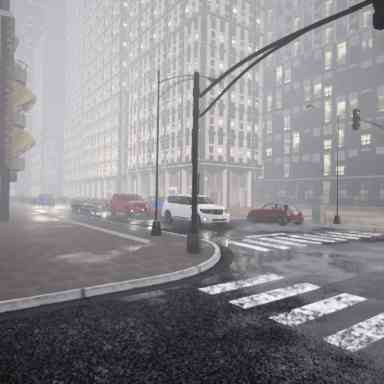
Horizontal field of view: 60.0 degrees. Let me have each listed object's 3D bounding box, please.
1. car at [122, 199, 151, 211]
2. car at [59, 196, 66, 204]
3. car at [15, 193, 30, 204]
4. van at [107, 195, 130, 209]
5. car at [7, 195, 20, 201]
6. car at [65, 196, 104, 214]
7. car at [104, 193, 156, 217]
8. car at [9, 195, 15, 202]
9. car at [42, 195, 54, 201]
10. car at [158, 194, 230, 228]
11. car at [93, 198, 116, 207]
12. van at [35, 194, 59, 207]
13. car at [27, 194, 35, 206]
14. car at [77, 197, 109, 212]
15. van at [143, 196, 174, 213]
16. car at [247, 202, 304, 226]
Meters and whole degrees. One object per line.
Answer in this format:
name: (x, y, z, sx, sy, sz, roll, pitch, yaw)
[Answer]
car: (-7.139, 1.583, 42.397, 2.008, 1.369, 4.403, 1, -1, -35)
car: (-23.978, 1.432, 61.818, 1.882, 1.535, 5.008, 1, -1, -35)
car: (-30.245, 1.154, 60.671, 2.192, 1.841, 5.009, 1, -1, -35)
van: (-10.387, 1.366, 47.019, 1.690, 1.788, 3.998, 1, -1, -35)
car: (-40.003, 1.376, 74.525, 2.008, 1.369, 4.403, 1, -1, -35)
car: (-10.740, 1.426, 32.956, 2.008, 1.369, 4.403, 1, -1, -35)
car: (-5.686, 1.154, 30.289, 2.150, 2.045, 5.566, 1, -1, -35)
car: (-36.752, 1.395, 69.906, 1.947, 1.339, 4.313, 1, -1, -35)
car: (-36.404, 1.568, 83.967, 1.802, 1.307, 4.206, 1, -1, -35)
car: (0.081, 1.169, 22.093, 2.150, 2.045, 5.566, 1, -1, -35)
car: (-13.643, 1.585, 51.635, 1.947, 1.339, 4.313, 1, -1, -35)
van: (-20.490, 1.196, 46.814, 1.690, 1.788, 3.998, 1, -1, -35)
car: (-23.746, 1.431, 51.431, 1.802, 1.307, 4.206, 1, -1, -35)
car: (-11.524, 1.411, 38.592, 2.128, 1.511, 4.902, 1, -1, -35)
van: (-3.884, 1.380, 37.781, 1.690, 1.788, 3.998, 1, -1, -35)
car: (5.869, 1.504, 23.923, 1.967, 1.590, 4.097, 1, -1, -35)
